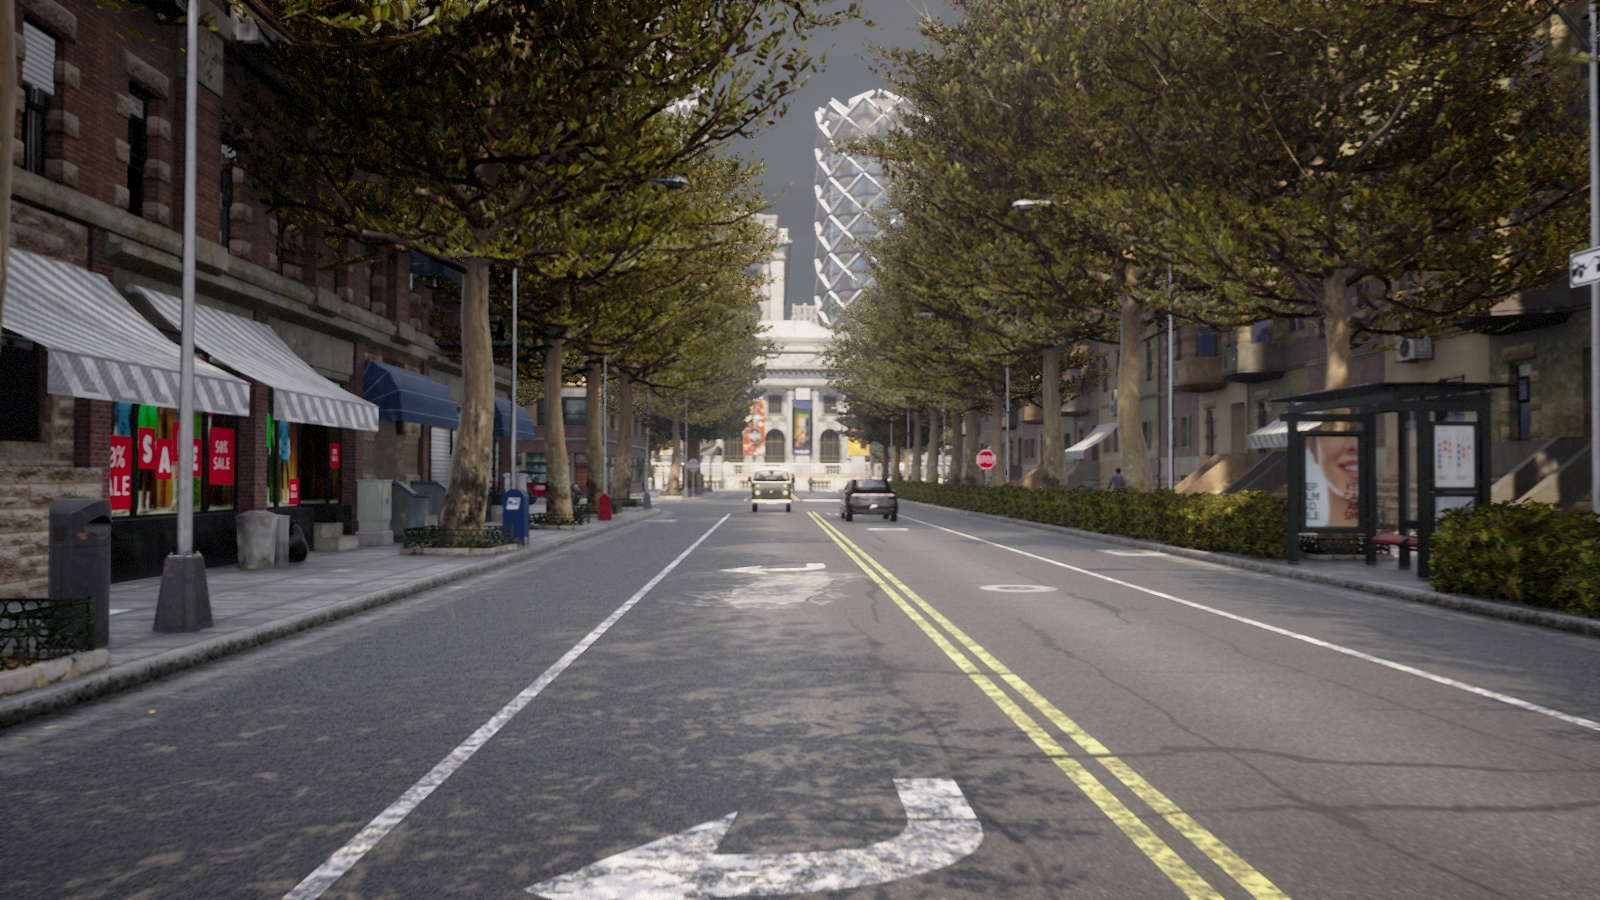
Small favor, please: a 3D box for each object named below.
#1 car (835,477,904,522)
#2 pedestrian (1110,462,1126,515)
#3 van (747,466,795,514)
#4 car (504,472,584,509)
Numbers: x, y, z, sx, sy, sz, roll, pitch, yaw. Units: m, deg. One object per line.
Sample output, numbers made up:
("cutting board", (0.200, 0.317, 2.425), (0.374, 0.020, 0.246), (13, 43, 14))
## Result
("car", (2.447, 1.754, 45.518), (2.128, 1.511, 4.902), (0, -1, -1))
("pedestrian", (11.905, 1.446, 47.020), (0.423, 1.949, 0.788), (0, -1, 5))
("van", (-1.315, 1.780, 56.641), (2.069, 2.038, 4.480), (0, -1, -1))
("car", (-13.381, 2.107, 65.906), (3.866, 1.878, 1.905), (0, -1, -2))
